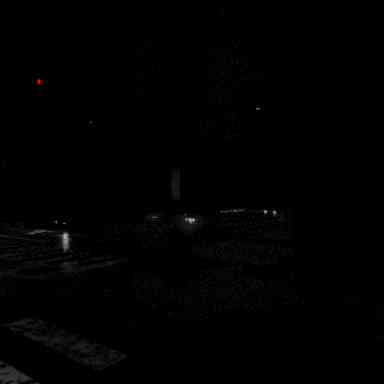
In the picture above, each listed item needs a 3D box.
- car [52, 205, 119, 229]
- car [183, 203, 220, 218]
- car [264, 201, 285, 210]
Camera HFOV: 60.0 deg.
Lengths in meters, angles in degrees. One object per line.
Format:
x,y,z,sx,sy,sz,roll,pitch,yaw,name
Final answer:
-7.355,1.727,23.437,1.837,1.490,4.892,-1,-1,36,car
0.922,1.861,34.864,2.033,1.411,5.357,-1,-1,36,car
12.798,2.045,51.098,1.895,1.301,4.718,-1,-1,36,car
